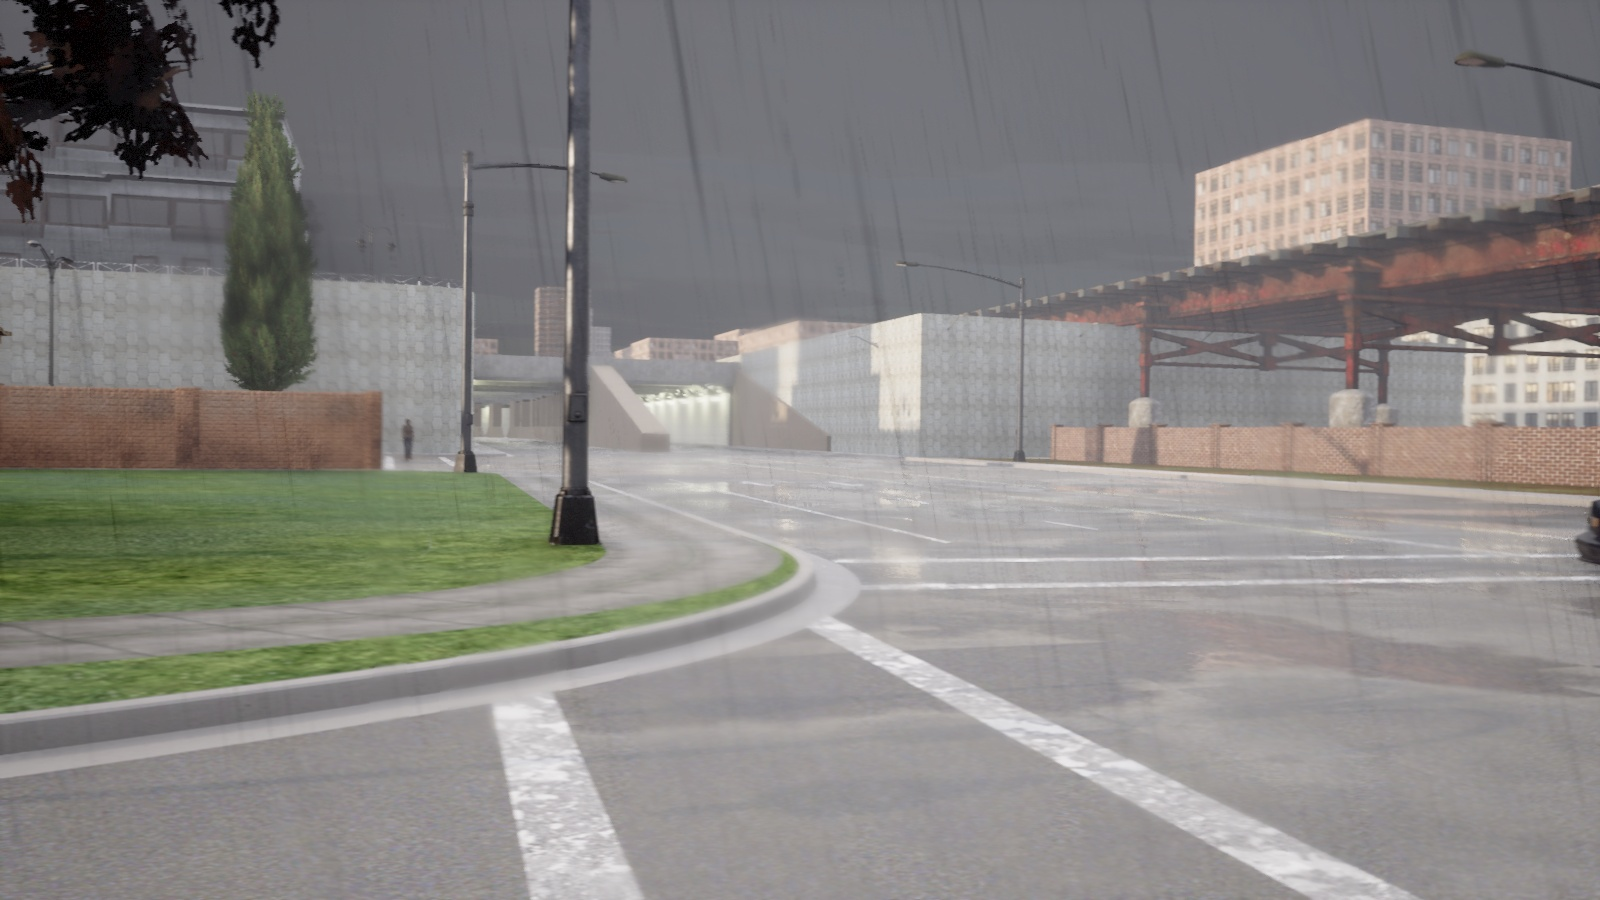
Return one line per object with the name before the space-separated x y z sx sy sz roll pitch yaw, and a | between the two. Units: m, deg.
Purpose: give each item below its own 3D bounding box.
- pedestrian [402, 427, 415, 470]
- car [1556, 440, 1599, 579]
pedestrian | -16.623 -0.065 53.337 0.328 1.805 0.869 -1 1 -28
car | 9.737 0.620 11.005 2.033 1.411 5.357 -1 1 -17
